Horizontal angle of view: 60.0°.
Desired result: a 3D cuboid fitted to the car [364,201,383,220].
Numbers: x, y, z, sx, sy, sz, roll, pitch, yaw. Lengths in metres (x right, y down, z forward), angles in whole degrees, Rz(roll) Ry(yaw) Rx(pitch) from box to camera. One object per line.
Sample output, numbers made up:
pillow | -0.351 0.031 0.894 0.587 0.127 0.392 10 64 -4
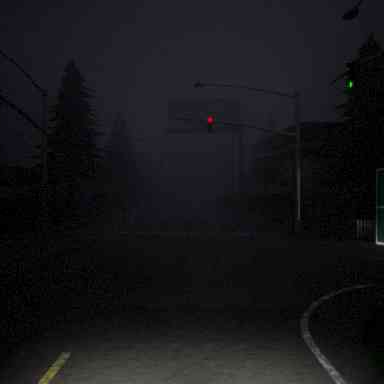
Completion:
car | 18.707 1.672 30.647 4.611 1.667 2.242 0 0 0

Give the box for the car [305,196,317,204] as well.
car | 22.529 1.552 64.042 1.970 1.475 3.806 0 0 0

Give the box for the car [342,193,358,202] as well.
car | 34.936 1.489 71.829 2.007 1.523 4.514 0 0 0

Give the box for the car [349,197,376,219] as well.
car | 14.378 1.504 24.979 3.866 1.878 1.905 0 0 0
